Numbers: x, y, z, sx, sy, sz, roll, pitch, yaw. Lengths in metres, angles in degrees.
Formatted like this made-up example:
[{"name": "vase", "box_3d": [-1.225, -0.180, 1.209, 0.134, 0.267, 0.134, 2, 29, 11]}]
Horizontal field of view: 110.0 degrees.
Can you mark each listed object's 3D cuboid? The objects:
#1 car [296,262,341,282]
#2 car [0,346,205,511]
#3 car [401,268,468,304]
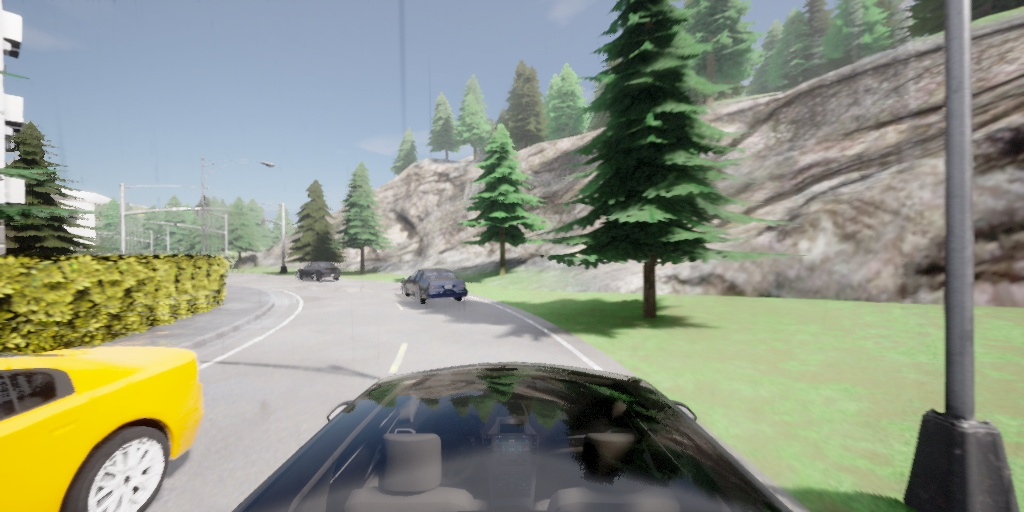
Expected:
[{"name": "car", "box_3d": [-16.003, 1.276, 29.602, 4.892, 1.490, 1.837, 0, 0, 37]}, {"name": "car", "box_3d": [-3.740, 1.268, 1.211, 1.882, 1.535, 5.008, 0, 0, -2]}, {"name": "car", "box_3d": [-3.671, 1.260, 16.387, 2.033, 1.411, 5.357, -1, 0, -28]}]
